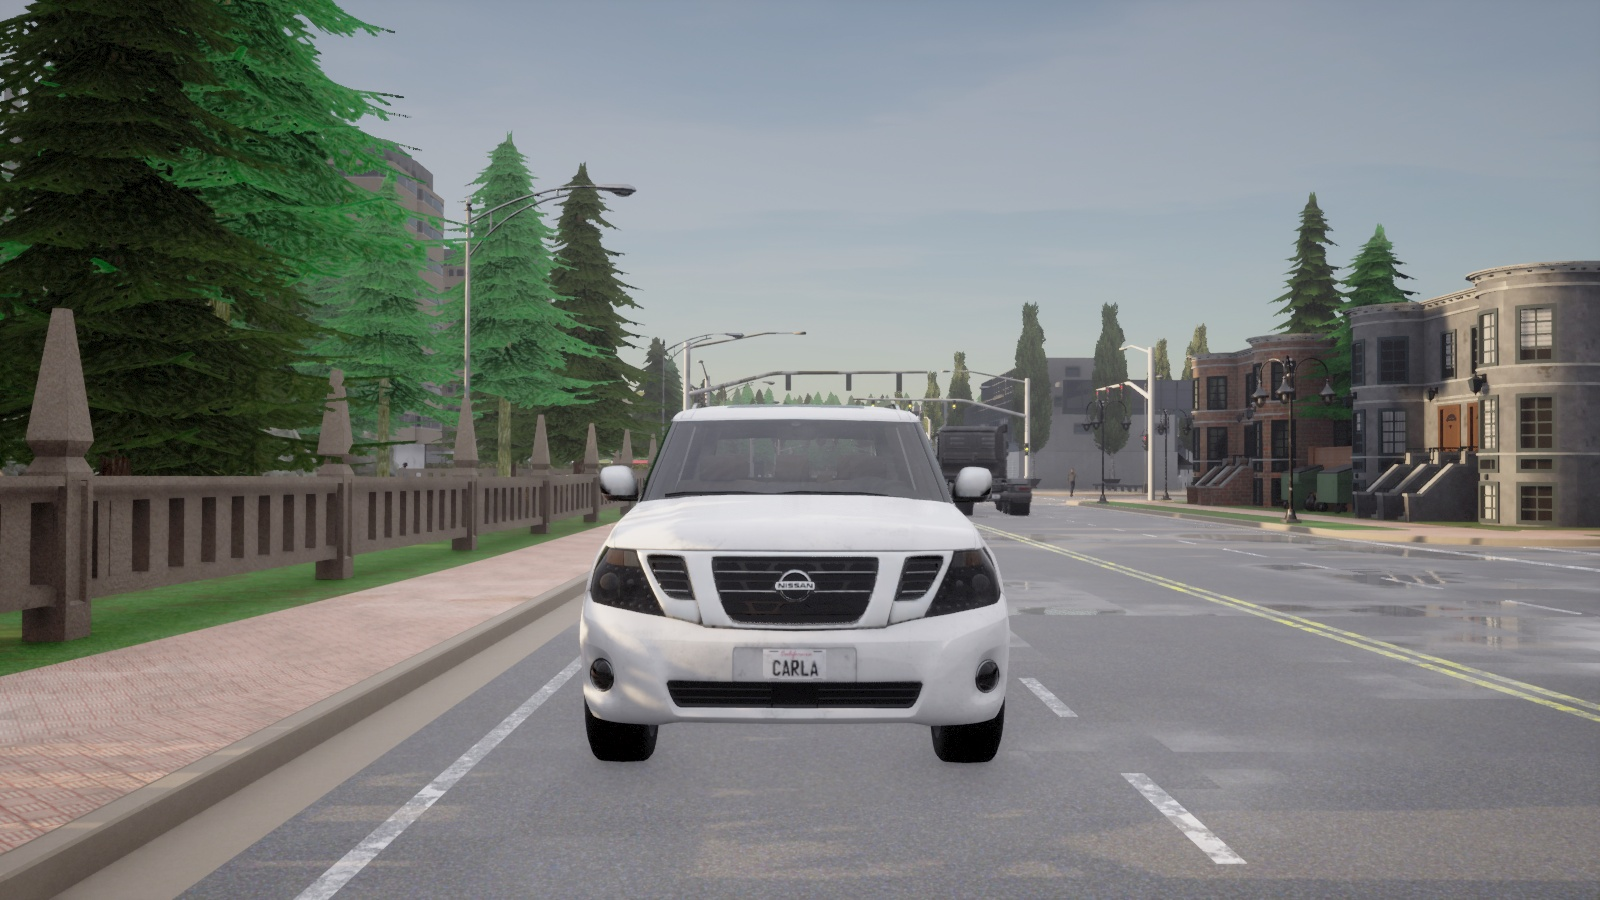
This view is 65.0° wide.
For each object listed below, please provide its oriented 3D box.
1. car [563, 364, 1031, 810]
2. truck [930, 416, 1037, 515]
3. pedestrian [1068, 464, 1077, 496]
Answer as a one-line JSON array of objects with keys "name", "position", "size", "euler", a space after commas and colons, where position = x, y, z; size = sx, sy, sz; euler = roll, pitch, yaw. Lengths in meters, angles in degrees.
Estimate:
[{"name": "car", "position": [-0.025, 0.677, 8.577], "size": [2.150, 2.045, 5.566], "euler": [0, -1, 0]}, {"name": "truck", "position": [6.864, 0.612, 48.142], "size": [2.891, 3.462, 7.936], "euler": [0, -1, 0]}, {"name": "pedestrian", "position": [16.613, 1.820, 76.595], "size": [0.423, 1.949, 0.788], "euler": [0, -1, 2]}]
